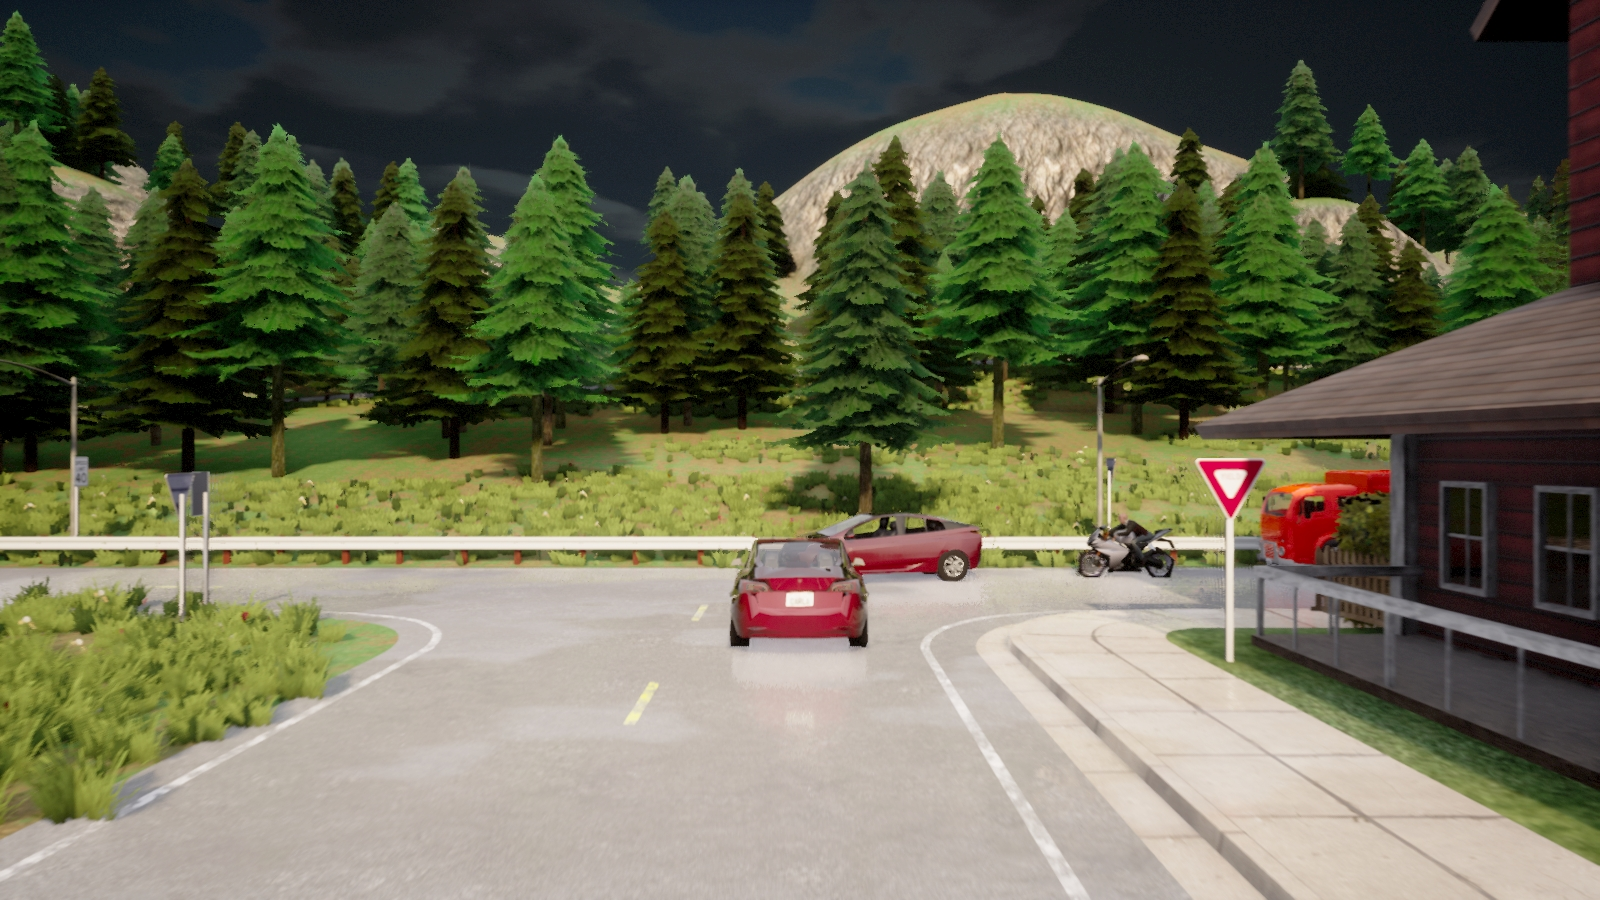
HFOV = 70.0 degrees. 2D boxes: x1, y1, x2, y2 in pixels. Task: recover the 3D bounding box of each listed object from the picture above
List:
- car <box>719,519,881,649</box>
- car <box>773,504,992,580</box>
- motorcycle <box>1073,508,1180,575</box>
[{"bbox_3d":[-0.026,1.935,17.671,2.163,1.488,4.792,0,-1,-1],"label":"car"},{"bbox_3d":[1.818,2.014,25.671,4.514,1.525,2.007,0,-1,-13],"label":"car"},{"bbox_3d":[7.503,2.101,26.338,2.209,1.460,0.867,0,0,0],"label":"motorcycle"}]
